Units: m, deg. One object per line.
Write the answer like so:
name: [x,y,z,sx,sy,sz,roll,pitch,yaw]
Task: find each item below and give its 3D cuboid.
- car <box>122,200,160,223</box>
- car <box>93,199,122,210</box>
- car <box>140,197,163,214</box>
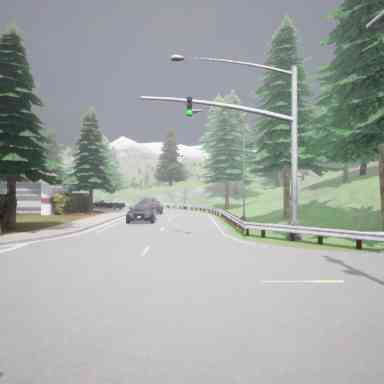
car: [-3.734,1.564,25.120,1.994,1.385,4.181,0,0,-2]
car: [-10.969,1.608,42.721,4.718,1.301,1.895,0,0,15]
car: [-4.472,1.352,34.918,2.097,1.767,4.553,0,0,-19]
